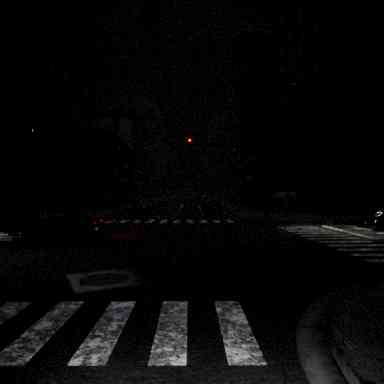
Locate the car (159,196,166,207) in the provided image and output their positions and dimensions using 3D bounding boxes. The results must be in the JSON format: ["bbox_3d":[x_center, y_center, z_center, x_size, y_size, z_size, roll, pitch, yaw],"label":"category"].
[{"bbox_3d":[-5.659,1.653,52.660,1.802,1.307,4.206,0,0,0],"label":"car"}]

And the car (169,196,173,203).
[{"bbox_3d":[-5.636,1.552,69.193,1.967,1.590,4.097,0,0,0],"label":"car"}]

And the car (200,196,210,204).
[{"bbox_3d":[2.358,1.641,47.139,1.802,1.307,4.206,0,0,0],"label":"car"}]

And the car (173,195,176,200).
[{"bbox_3d":[-5.621,1.694,80.214,2.008,1.369,4.403,0,0,0],"label":"car"}]

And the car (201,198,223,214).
[{"bbox_3d":[2.343,1.606,36.116,1.947,1.339,4.313,0,0,0],"label":"car"}]

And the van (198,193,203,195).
[{"bbox_3d":[2.373,1.424,58.160,1.690,1.788,3.998,0,0,0],"label":"van"}]

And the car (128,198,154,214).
[{"bbox_3d":[-5.682,1.480,36.128,1.967,1.590,4.097,0,0,0],"label":"car"}]

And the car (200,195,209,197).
[{"bbox_3d":[2.365,1.637,52.649,1.947,1.339,4.313,0,0,0],"label":"car"}]

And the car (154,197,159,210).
[{"bbox_3d":[-5.675,1.490,41.639,1.967,1.590,4.097,0,0,0],"label":"car"}]

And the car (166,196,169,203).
[{"bbox_3d":[-5.651,1.634,58.171,2.008,1.369,4.403,0,0,0],"label":"car"}]

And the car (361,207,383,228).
[{"bbox_3d":[13.004,1.304,20.633,4.553,1.767,2.097,0,0,0],"label":"car"}]

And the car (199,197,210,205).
[{"bbox_3d":[2.381,1.647,63.671,2.008,1.369,4.403,0,0,0],"label":"car"}]

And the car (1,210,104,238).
[{"bbox_3d":[-7.168,1.622,17.303,4.718,1.301,1.895,0,0,0],"label":"car"}]

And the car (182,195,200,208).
[{"bbox_3d":[-0.182,1.569,49.755,1.837,1.490,4.892,0,0,0],"label":"car"}]
